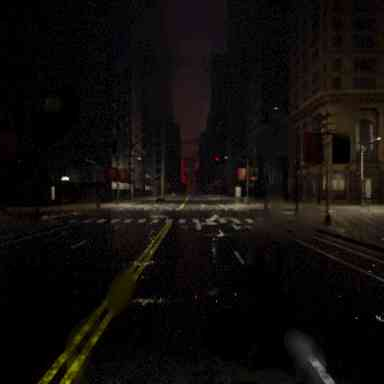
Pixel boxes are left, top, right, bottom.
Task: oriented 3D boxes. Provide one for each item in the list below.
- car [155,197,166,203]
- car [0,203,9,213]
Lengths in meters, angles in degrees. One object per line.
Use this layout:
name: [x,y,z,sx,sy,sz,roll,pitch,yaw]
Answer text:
car: [-6.492,1.612,68.637,1.895,1.301,4.718,0,0,0]
car: [-23.977,1.856,39.003,4.507,1.381,1.887,-1,1,0]
